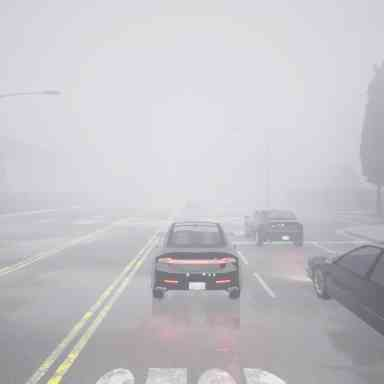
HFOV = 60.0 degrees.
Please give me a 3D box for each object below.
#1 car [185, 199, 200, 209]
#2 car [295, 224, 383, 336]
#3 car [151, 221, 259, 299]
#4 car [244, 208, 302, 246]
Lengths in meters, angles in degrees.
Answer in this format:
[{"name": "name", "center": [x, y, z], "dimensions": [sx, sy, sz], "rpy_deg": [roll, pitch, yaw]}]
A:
[{"name": "car", "center": [0.038, 1.601, 44.145], "dimensions": [1.895, 1.301, 4.718], "rpy_deg": [0, 0, 0]}, {"name": "car", "center": [3.593, 1.547, 5.410], "dimensions": [2.033, 1.411, 5.357], "rpy_deg": [0, 0, 0]}, {"name": "car", "center": [0.089, 1.492, 8.459], "dimensions": [2.128, 1.511, 4.902], "rpy_deg": [0, 0, 0]}, {"name": "car", "center": [3.579, 1.505, 15.157], "dimensions": [1.837, 1.490, 4.892], "rpy_deg": [0, 0, 0]}]
